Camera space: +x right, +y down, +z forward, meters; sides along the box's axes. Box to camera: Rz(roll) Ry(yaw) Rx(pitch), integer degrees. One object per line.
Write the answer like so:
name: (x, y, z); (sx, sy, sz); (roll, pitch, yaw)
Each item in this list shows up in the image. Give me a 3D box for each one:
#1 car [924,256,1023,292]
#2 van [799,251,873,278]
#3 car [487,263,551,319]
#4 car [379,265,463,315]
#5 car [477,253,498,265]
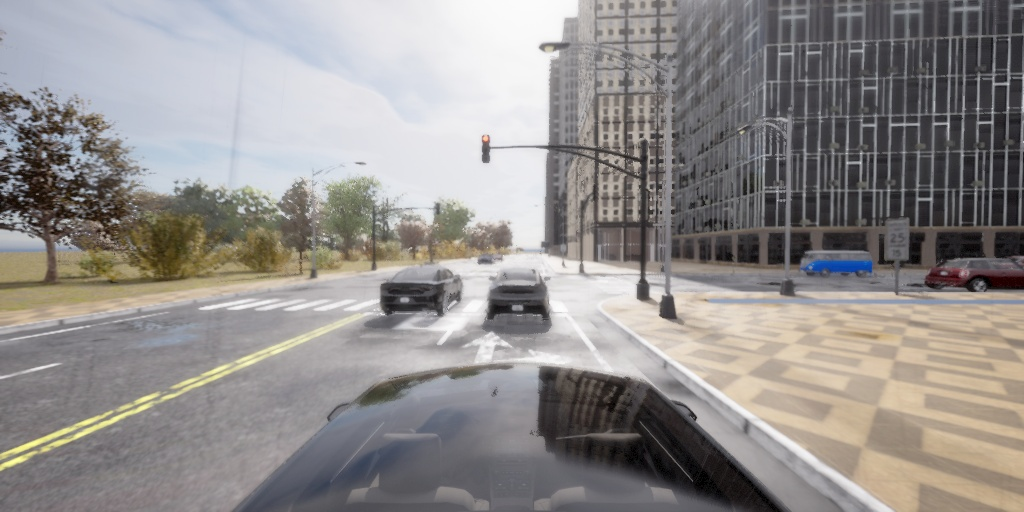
car: (21.602, 0.802, 16.183); (4.097, 1.591, 1.967); (0, 0, 4)
van: (22.287, 0.547, 24.779); (3.998, 1.789, 1.690); (0, 0, 4)
car: (0.241, 1.108, 12.011); (1.837, 1.490, 4.892); (0, 1, 2)
car: (-2.981, 1.066, 12.750); (1.882, 1.535, 5.008); (0, 1, 2)
car: (-3.842, 0.356, 53.638); (2.097, 1.767, 4.553); (0, 1, 4)
